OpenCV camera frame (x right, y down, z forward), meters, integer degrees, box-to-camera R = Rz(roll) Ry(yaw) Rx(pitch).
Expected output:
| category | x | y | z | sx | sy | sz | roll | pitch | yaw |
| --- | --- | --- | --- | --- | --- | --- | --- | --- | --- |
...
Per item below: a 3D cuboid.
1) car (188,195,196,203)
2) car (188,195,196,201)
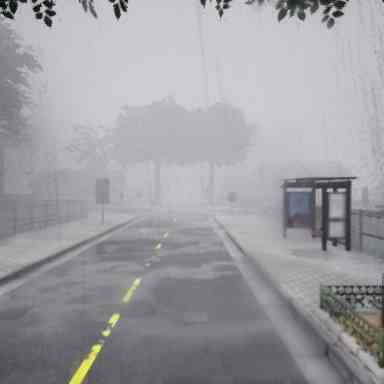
| category | x | y | z | sx | sy | sz | roll | pitch | yaw |
| --- | --- | --- | --- | --- | --- | --- | --- | --- | --- |
| car | -0.010 | 1.832 | 80.223 | 1.994 | 1.385 | 4.181 | 0 | 0 | 0 |
| car | -0.011 | 1.626 | 90.243 | 2.097 | 1.767 | 4.553 | 0 | 0 | 0 |
